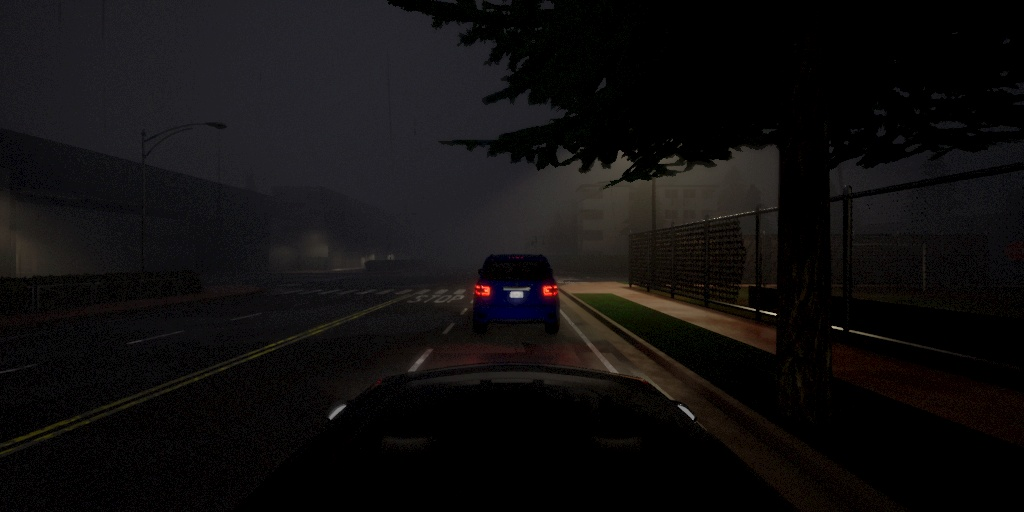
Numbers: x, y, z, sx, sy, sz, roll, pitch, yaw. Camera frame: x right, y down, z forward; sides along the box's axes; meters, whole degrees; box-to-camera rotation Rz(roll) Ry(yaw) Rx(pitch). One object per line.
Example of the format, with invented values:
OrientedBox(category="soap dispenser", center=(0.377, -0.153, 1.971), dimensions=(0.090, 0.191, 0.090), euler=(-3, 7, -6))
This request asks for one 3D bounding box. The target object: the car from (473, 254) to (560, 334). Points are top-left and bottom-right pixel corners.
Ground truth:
OrientedBox(category="car", center=(0.115, 0.971, 10.809), dimensions=(2.150, 2.045, 5.566), euler=(0, 0, 0))

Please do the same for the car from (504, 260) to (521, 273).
OrientedBox(category="car", center=(0.022, 1.239, 45.675), dimensions=(2.128, 1.511, 4.902), euler=(0, 0, 0))
